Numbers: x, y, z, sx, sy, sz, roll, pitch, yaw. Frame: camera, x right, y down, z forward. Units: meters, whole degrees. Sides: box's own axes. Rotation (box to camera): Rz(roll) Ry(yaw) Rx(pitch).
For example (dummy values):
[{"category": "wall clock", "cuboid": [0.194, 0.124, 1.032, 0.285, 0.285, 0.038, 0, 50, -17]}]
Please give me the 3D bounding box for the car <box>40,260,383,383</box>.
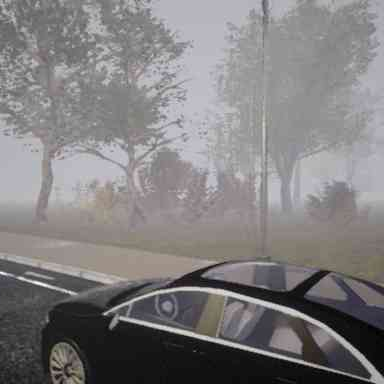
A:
[{"category": "car", "cuboid": [0.389, 1.492, 3.404, 4.902, 1.511, 2.128, -1, 0, 35]}]
